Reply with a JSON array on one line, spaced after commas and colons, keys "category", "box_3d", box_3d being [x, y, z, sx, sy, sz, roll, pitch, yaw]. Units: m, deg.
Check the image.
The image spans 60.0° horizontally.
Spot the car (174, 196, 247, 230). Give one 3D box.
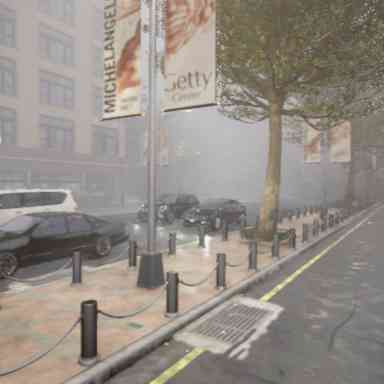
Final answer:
[{"category": "car", "box_3d": [1.330, 1.103, 17.957, 1.837, 1.490, 4.892, 1, 2, 33]}]

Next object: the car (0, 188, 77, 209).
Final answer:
[{"category": "car", "box_3d": [-6.729, 0.888, 12.015, 2.150, 2.045, 5.566, 1, 2, 33]}]

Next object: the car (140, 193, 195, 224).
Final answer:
[{"category": "car", "box_3d": [-1.227, 0.874, 20.432, 2.097, 1.767, 4.553, 1, 2, 33]}]

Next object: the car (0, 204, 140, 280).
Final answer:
[{"category": "car", "box_3d": [-4.163, 1.290, 9.559, 2.033, 1.411, 5.357, 1, 2, 33]}]
